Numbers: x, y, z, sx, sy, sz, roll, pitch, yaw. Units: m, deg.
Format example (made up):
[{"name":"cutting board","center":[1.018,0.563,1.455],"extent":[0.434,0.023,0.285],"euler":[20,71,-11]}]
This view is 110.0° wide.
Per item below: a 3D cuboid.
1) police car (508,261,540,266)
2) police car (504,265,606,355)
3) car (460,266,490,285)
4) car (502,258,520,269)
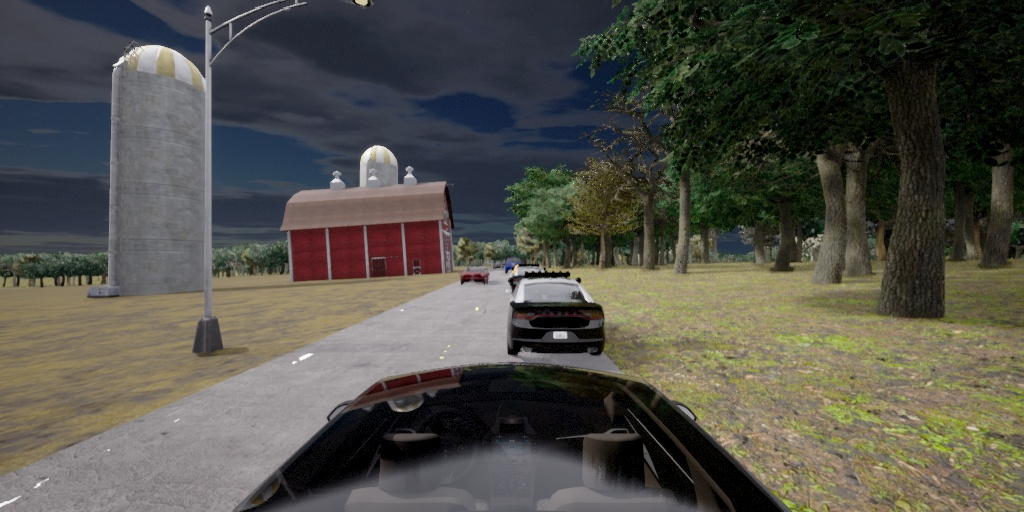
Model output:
[{"name":"police car","center":[0.885,1.227,18.840],"extent":[1.930,1.638,5.238],"euler":[0,0,0]},{"name":"police car","center":[0.850,1.186,8.836],"extent":[1.930,1.638,5.238],"euler":[0,0,0]},{"name":"car","center":[-2.759,1.462,27.264],"extent":[1.895,1.301,4.718],"euler":[0,0,0]},{"name":"car","center":[0.200,1.254,47.317],"extent":[2.150,2.045,5.566],"euler":[0,0,0]}]
